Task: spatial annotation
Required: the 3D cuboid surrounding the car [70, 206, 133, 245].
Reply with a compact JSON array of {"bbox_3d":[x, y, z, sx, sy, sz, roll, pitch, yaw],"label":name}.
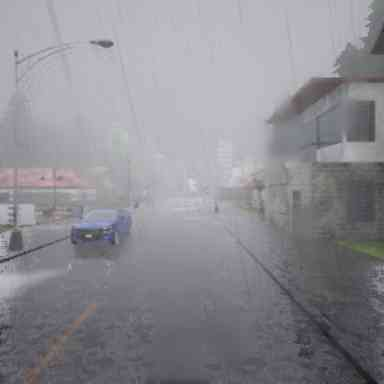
[{"bbox_3d":[-4.053,1.467,15.622,1.882,1.535,5.008,0,0,1],"label":"car"}]
